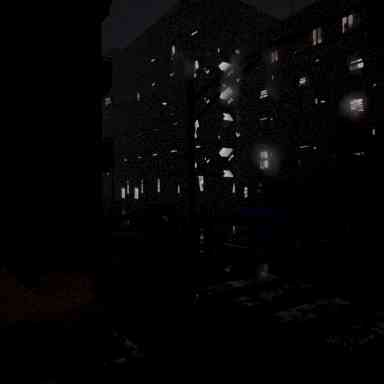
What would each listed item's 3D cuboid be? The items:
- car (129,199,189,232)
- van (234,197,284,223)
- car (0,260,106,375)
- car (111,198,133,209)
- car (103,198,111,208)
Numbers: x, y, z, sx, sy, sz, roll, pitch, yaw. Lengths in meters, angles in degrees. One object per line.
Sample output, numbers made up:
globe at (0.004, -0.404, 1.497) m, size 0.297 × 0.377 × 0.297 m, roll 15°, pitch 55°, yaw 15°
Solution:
car at (-1.856, 1.441, 20.033) m, size 1.967 × 1.590 × 4.097 m, roll 0°, pitch 0°, yaw -36°
van at (4.932, 1.280, 24.945) m, size 1.690 × 1.788 × 3.998 m, roll 0°, pitch 0°, yaw -36°
car at (-3.551, 1.525, 4.032) m, size 4.829 × 1.417 × 1.752 m, roll 0°, pitch 0°, yaw -36°
car at (-8.385, 1.463, 43.262) m, size 1.887 × 1.381 × 4.507 m, roll -1°, pitch 0°, yaw -36°
car at (-11.715, 1.463, 47.841) m, size 1.887 × 1.381 × 4.507 m, roll -1°, pitch 0°, yaw -36°
